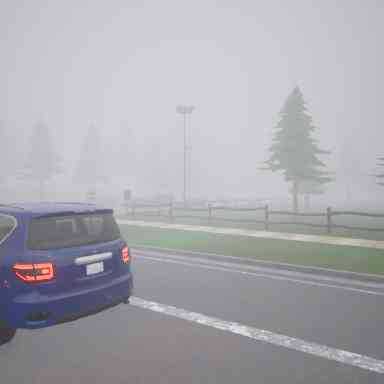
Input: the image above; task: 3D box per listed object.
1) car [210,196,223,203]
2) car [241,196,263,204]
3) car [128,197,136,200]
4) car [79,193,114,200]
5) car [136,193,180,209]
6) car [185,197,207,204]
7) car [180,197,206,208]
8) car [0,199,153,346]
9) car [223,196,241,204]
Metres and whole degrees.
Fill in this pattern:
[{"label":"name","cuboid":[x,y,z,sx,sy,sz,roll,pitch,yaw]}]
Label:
[{"label":"car","cuboid":[5.722,1.548,66.831,2.033,1.411,5.357,0,0,35]},{"label":"car","cuboid":[11.809,1.483,63.304,1.882,1.535,5.008,0,0,35]},{"label":"car","cuboid":[-8.100,1.477,47.225,1.882,1.535,5.008,0,0,35]},{"label":"car","cuboid":[-12.898,1.352,46.473,2.097,1.767,4.553,0,0,35]},{"label":"car","cuboid":[-4.627,1.221,46.085,2.150,2.045,5.566,0,0,35]},{"label":"car","cuboid":[0.846,1.601,66.017,1.895,1.301,4.718,0,0,35]},{"label":"car","cuboid":[-0.086,1.547,46.469,2.033,1.411,5.357,0,0,35]},{"label":"car","cuboid":[-3.598,1.221,6.501,5.566,2.045,2.150,0,0,36]},{"label":"car","cuboid":[8.428,1.526,64.594,1.812,1.442,4.674,0,0,35]}]
